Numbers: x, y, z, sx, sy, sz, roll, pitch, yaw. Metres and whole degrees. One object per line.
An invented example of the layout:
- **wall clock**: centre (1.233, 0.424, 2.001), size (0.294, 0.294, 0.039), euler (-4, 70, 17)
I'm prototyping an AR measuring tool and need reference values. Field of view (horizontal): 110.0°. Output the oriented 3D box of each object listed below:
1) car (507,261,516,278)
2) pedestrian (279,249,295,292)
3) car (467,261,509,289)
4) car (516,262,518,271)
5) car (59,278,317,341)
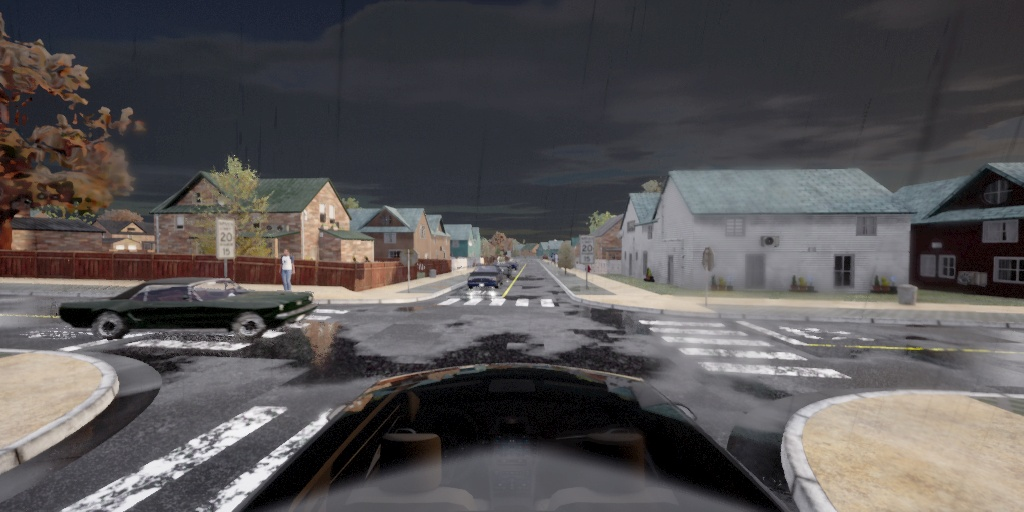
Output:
- **car**: centre (-1.020, 1.188, 32.789), size (2.128, 1.511, 4.902), euler (0, 0, 3)
- **pedestrian**: centre (-8.917, 0.592, 14.242), size (0.375, 1.860, 0.375), euler (0, 0, 4)
- **car**: centre (-1.575, 1.263, 23.025), size (2.033, 1.411, 5.357), euler (0, 0, 3)
- **car**: centre (-0.178, 1.270, 47.318), size (1.895, 1.301, 4.718), euler (0, 0, 4)
- **car**: centre (-7.575, 1.217, 8.863), size (4.718, 1.301, 1.895), euler (1, 2, -5)
